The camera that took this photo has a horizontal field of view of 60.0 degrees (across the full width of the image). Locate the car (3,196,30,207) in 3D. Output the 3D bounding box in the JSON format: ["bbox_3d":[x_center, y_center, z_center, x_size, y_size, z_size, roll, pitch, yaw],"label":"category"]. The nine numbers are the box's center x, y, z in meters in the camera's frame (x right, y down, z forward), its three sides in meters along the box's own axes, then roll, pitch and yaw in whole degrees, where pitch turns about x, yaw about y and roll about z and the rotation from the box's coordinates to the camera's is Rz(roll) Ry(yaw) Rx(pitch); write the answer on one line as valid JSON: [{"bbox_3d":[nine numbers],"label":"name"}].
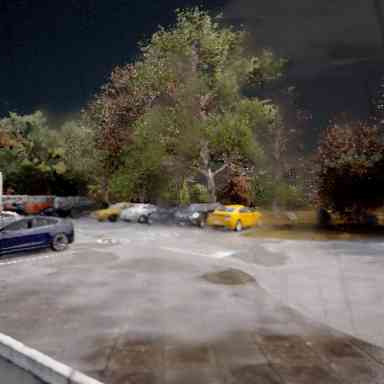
[{"bbox_3d":[-11.371,1.382,16.121,2.435,2.045,5.566,0,0,36],"label":"car"}]

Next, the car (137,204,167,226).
[{"bbox_3d":[-1.471,1.659,25.027,2.163,1.488,4.792,0,0,36],"label":"car"}]

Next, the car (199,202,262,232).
[{"bbox_3d":[2.928,1.635,21.865,2.097,1.535,5.008,0,0,36],"label":"car"}]

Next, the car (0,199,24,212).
[{"bbox_3d":[-23.863,1.657,41.318,2.097,1.535,5.008,-1,0,36],"label":"car"}]

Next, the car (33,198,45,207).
[{"bbox_3d":[-12.679,1.643,33.161,2.163,1.488,4.792,0,0,36],"label":"car"}]

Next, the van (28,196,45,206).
[{"bbox_3d":[-14.936,1.387,34.978,1.878,1.987,4.442,0,0,36],"label":"van"}]

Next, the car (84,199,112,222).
[{"bbox_3d":[-6.047,1.620,28.154,1.946,1.575,5.366,0,0,36],"label":"car"}]

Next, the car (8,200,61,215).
[{"bbox_3d":[-17.231,1.645,36.535,2.163,1.488,4.792,0,0,36],"label":"car"}]

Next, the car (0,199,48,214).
[{"bbox_3d":[-19.367,1.653,38.085,2.163,1.488,4.792,0,0,36],"label":"car"}]

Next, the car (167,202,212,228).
[{"bbox_3d":[0.706,1.507,23.522,2.185,1.767,4.553,0,0,36],"label":"car"}]

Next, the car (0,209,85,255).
[{"bbox_3d":[-6.911,1.669,12.814,2.163,1.488,4.792,0,0,36],"label":"car"}]

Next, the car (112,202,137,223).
[{"bbox_3d":[-3.697,1.666,26.675,2.002,1.452,4.674,0,0,36],"label":"car"}]

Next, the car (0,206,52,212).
[{"bbox_3d":[-9.138,1.636,14.472,2.097,1.535,5.008,0,0,36],"label":"car"}]

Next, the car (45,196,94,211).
[{"bbox_3d":[-10.404,1.365,31.581,2.435,2.045,5.566,0,0,36],"label":"car"}]
